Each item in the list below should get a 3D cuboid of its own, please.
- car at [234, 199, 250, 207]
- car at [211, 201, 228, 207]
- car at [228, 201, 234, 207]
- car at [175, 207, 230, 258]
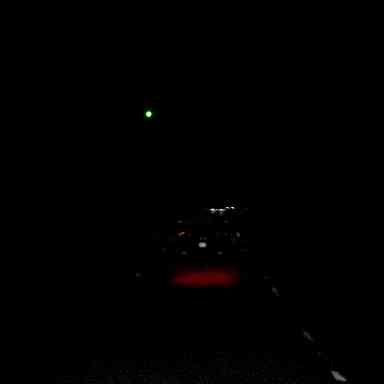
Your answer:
[{"bbox_3d":[11.114,2.373,71.575,2.097,1.767,4.553,0,-1,18],"label":"car"},{"bbox_3d":[4.983,2.482,62.930,1.812,1.442,4.674,0,-1,15],"label":"car"},{"bbox_3d":[9.382,2.838,77.625,2.033,1.411,5.357,0,-1,18],"label":"car"},{"bbox_3d":[0.414,1.559,13.157,1.882,1.535,5.008,0,0,2],"label":"car"}]
